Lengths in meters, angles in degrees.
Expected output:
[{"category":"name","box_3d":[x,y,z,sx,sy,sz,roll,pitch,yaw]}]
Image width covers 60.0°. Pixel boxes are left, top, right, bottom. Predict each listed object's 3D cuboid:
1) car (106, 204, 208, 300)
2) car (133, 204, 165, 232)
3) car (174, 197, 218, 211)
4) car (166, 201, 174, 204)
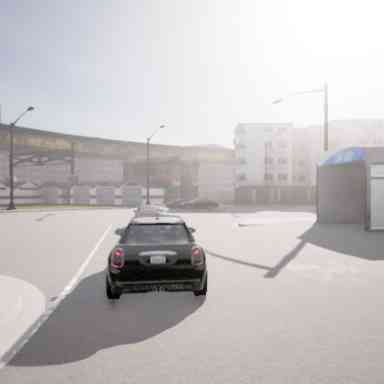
[{"category":"car","box_3d":[-0.929,1.365,8.677,2.097,1.767,4.553,0,0,-7]},{"category":"car","box_3d":[-2.745,1.558,21.225,1.812,1.442,4.674,0,0,-8]},{"category":"car","box_3d":[0.761,1.540,40.948,5.008,1.535,1.882,0,-1,-20]},{"category":"car","box_3d":[-1.276,1.419,43.801,4.553,1.767,2.097,0,0,-21]}]
